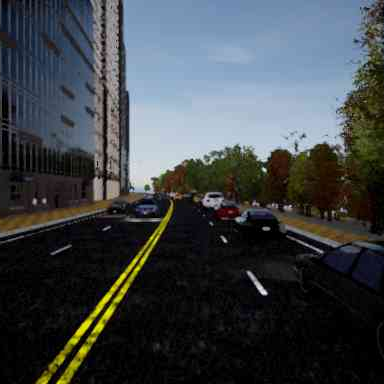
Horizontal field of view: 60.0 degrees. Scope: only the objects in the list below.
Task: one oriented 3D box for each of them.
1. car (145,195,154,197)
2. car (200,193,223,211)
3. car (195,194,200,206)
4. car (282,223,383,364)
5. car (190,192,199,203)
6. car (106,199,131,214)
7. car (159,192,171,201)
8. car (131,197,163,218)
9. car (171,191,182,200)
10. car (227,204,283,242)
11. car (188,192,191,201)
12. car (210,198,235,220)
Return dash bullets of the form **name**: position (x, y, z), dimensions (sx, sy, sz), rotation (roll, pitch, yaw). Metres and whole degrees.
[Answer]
- **car**: position (-9.569, 1.239, 74.576), dimensions (1.895, 1.301, 4.718), rotation (0, 0, -5)
- **car**: position (2.429, 1.072, 38.181), dimensions (2.150, 2.045, 5.566), rotation (0, 0, -2)
- **car**: position (1.906, 1.403, 49.227), dimensions (1.895, 1.301, 4.718), rotation (0, 0, -3)
- **car**: position (3.313, 1.526, 5.476), dimensions (2.033, 1.411, 5.357), rotation (0, 0, -1)
- **car**: position (1.242, 1.209, 60.423), dimensions (1.801, 1.575, 5.366), rotation (0, 0, -4)
- **car**: position (-7.250, 1.424, 33.528), dimensions (2.033, 1.411, 5.357), rotation (0, 0, -2)
- **car**: position (-5.996, 1.032, 70.580), dimensions (2.097, 1.767, 4.553), rotation (0, 0, -4)
- **car**: position (-3.854, 1.418, 29.175), dimensions (1.812, 1.442, 4.674), rotation (0, 0, -2)
- **car**: position (-3.475, 1.129, 79.780), dimensions (1.882, 1.535, 5.008), rotation (0, 0, -5)
- **car**: position (3.093, 1.503, 16.049), dimensions (1.994, 1.385, 4.181), rotation (0, 0, -1)
- **car**: position (0.471, 0.923, 71.291), dimensions (2.150, 2.045, 5.566), rotation (0, 0, -4)
- **car**: position (2.826, 1.460, 27.103), dimensions (1.994, 1.385, 4.181), rotation (0, 0, -2)
